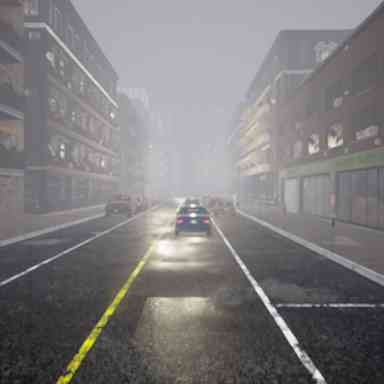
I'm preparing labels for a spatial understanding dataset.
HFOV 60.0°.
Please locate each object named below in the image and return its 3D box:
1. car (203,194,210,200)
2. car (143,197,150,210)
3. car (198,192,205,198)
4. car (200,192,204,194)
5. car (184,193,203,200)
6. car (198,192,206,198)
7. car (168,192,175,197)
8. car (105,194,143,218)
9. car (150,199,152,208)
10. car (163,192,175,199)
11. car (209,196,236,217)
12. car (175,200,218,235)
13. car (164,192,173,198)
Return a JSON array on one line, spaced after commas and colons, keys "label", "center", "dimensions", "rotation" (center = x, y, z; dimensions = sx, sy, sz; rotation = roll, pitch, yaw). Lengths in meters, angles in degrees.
[{"label": "car", "center": [2.617, 1.204, 38.928], "dimensions": [1.887, 1.381, 4.507], "rotation": [0, 1, 0]}, {"label": "car", "center": [-5.752, 1.152, 33.278], "dimensions": [1.967, 1.590, 4.097], "rotation": [0, 1, 0]}, {"label": "car", "center": [2.518, 0.775, 89.652], "dimensions": [1.947, 1.339, 4.313], "rotation": [0, 1, 0]}, {"label": "car", "center": [2.573, 1.011, 61.472], "dimensions": [2.008, 1.369, 4.403], "rotation": [0, 1, 0]}, {"label": "car", "center": [0.023, 1.193, 40.548], "dimensions": [2.033, 1.411, 5.357], "rotation": [0, 1, 0]}, {"label": "car", "center": [2.529, 0.783, 84.185], "dimensions": [1.752, 1.417, 4.829], "rotation": [0, 1, 0]}, {"label": "car", "center": [-5.874, 0.707, 95.276], "dimensions": [1.887, 1.381, 4.507], "rotation": [0, 1, 0]}, {"label": "car", "center": [-5.740, 1.076, 27.642], "dimensions": [2.192, 1.841, 5.009], "rotation": [0, 1, 0]}, {"label": "car", "center": [-5.763, 1.207, 38.916], "dimensions": [1.887, 1.381, 4.507], "rotation": [0, 1, 0]}, {"label": "car", "center": [-5.841, 0.864, 78.367], "dimensions": [2.008, 1.369, 4.403], "rotation": [0, 1, 0]}, {"label": "car", "center": [2.639, 1.282, 27.826], "dimensions": [1.752, 1.417, 4.829], "rotation": [0, 1, 0]}, {"label": "car", "center": [0.063, 1.393, 17.730], "dimensions": [2.033, 1.411, 5.357], "rotation": [0, 1, 0]}, {"label": "car", "center": [-5.852, 0.814, 84.004], "dimensions": [2.008, 1.369, 4.403], "rotation": [0, 1, 0]}]
